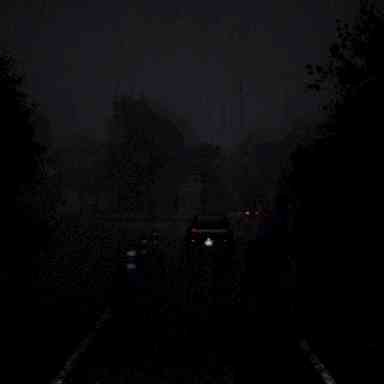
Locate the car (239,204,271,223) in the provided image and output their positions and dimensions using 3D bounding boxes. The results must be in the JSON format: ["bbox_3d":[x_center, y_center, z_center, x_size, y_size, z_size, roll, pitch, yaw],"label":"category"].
[{"bbox_3d":[5.983,1.956,31.462,2.097,1.767,4.553,-1,-2,29],"label":"car"}]

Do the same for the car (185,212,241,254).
[{"bbox_3d":[0.806,1.641,14.118,2.128,1.511,4.902,0,-1,5],"label":"car"}]
